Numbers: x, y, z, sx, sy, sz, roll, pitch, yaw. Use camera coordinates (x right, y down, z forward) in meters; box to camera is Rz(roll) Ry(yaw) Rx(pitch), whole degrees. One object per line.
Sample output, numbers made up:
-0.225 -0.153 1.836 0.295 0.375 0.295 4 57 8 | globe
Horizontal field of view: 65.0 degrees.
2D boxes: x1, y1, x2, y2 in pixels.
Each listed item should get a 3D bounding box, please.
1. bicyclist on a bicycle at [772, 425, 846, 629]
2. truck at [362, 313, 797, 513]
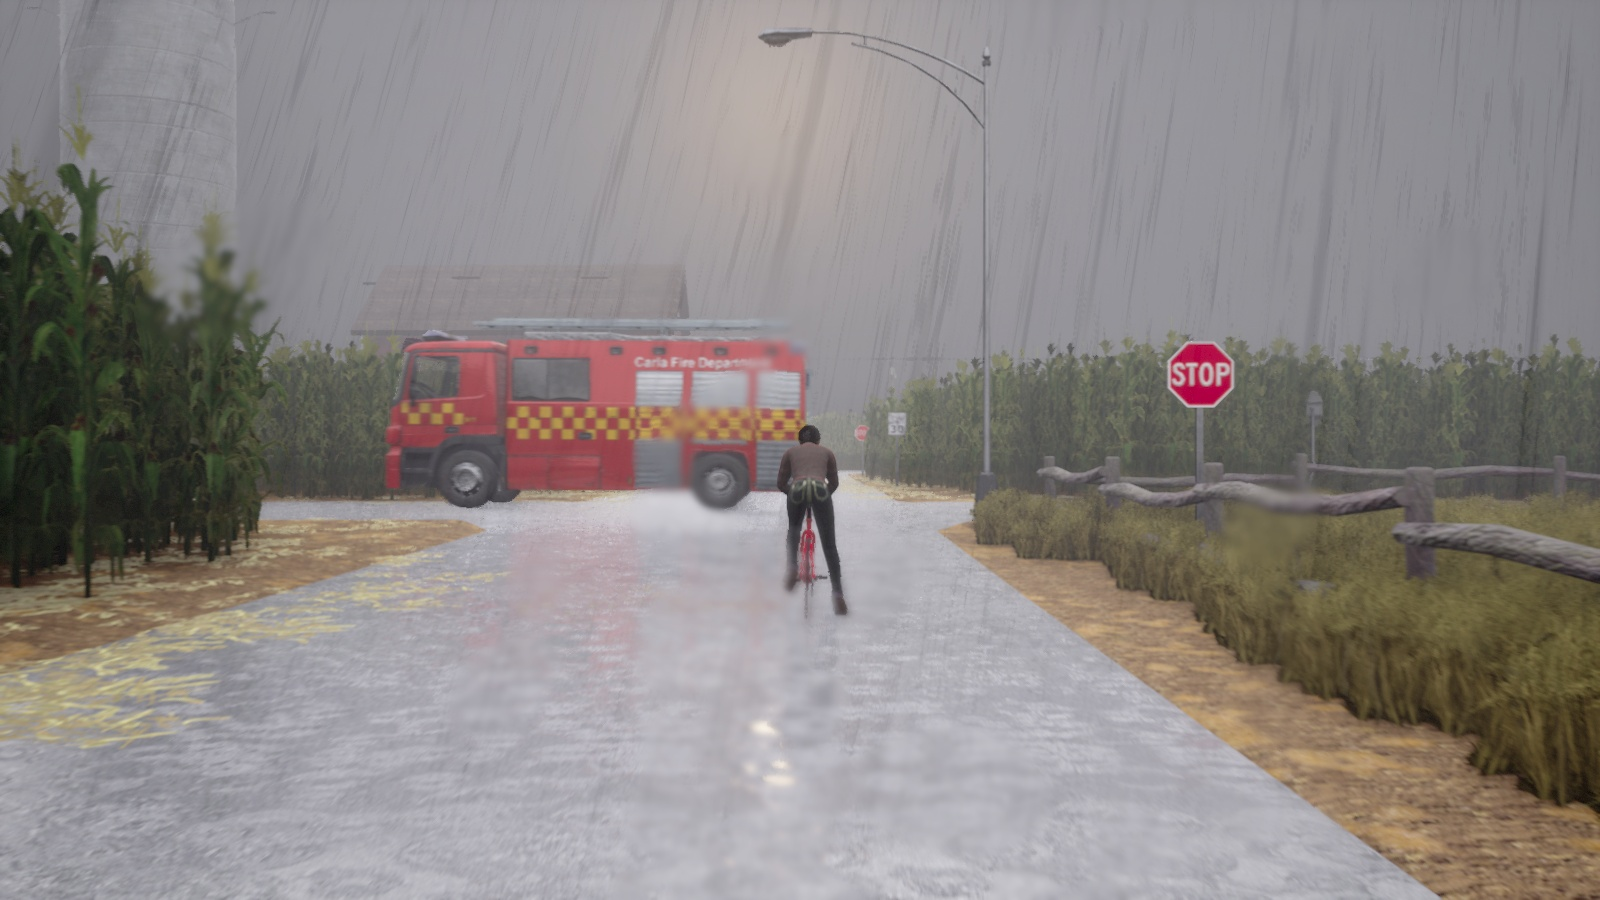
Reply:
0.078 0.610 10.801 0.582 1.620 1.656 0 0 0 | bicyclist on a bicycle
-4.331 -0.744 26.012 8.468 3.827 2.891 1 0 1 | truck
